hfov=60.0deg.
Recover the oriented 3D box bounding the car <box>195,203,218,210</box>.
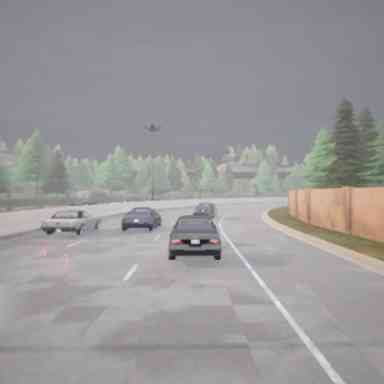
[{"bbox_3d":[1.358,1.693,31.307,2.033,1.411,5.357,0,0,10],"label":"car"}]

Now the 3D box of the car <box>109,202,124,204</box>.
[{"bbox_3d":[-12.108,1.834,50.170,1.895,1.301,4.718,0,0,19],"label":"car"}]

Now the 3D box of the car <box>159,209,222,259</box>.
[{"bbox_3d":[0.107,1.607,12.848,2.033,1.411,5.357,0,0,0],"label":"car"}]

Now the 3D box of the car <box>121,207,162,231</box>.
[{"bbox_3d":[-3.165,1.664,21.562,1.994,1.385,4.181,0,0,3],"label":"car"}]

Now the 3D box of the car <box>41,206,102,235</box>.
[{"bbox_3d":[-6.785,1.691,19.313,1.895,1.301,4.718,0,0,2],"label":"car"}]
